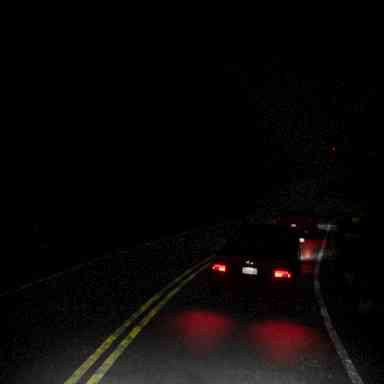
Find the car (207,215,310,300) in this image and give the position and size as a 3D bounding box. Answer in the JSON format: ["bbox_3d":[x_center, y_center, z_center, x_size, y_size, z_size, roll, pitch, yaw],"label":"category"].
[{"bbox_3d":[1.876,1.548,8.692,2.033,1.411,5.357,2,0,18],"label":"car"}]

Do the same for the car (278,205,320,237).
[{"bbox_3d":[5.964,1.485,18.537,1.882,1.535,5.008,2,1,23],"label":"car"}]
